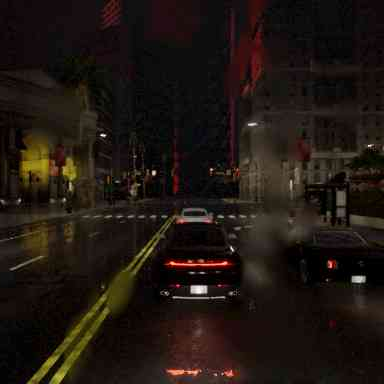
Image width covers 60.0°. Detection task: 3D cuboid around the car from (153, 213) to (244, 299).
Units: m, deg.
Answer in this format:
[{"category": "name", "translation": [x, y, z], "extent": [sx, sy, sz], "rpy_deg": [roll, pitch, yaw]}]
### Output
[{"category": "car", "translation": [0.122, 1.505, 8.398], "extent": [1.837, 1.490, 4.892], "rpy_deg": [0, 0, 0]}]

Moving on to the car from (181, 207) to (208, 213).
[{"category": "car", "translation": [0.122, 1.525, 17.498], "extent": [1.812, 1.442, 4.674], "rpy_deg": [0, 0, 0]}]

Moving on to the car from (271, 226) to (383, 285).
[{"category": "car", "translation": [3.617, 1.601, 9.425], "extent": [1.895, 1.301, 4.718], "rpy_deg": [0, 0, 0]}]
